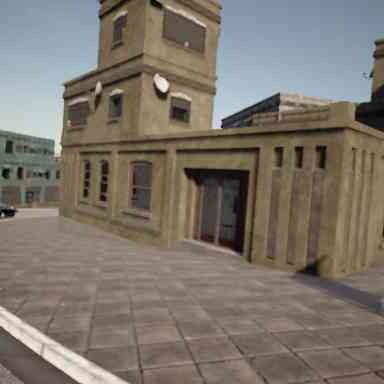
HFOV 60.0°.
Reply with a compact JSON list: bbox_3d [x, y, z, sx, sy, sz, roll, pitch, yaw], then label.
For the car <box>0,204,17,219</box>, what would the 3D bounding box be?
[{"bbox_3d":[-19.955,1.936,34.650,1.882,1.535,5.008,4,-2,-7],"label":"car"}]
